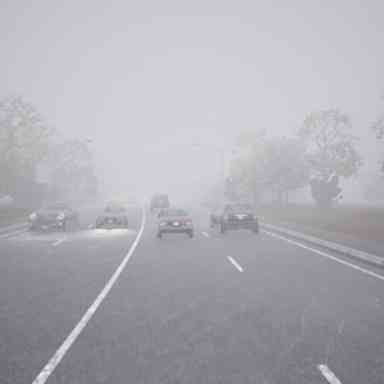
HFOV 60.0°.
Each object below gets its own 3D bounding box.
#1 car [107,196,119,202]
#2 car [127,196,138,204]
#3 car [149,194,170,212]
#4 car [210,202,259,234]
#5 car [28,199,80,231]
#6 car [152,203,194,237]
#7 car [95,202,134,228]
[{"bbox_3d":[-14.581,1.549,61.765,1.882,1.535,5.008,0,0,-9],"label":"car"},{"bbox_3d":[-11.234,1.586,63.015,1.837,1.490,4.892,0,0,-9],"label":"car"},{"bbox_3d":[-3.870,1.260,39.661,2.150,2.045,5.566,0,0,-9],"label":"car"},{"bbox_3d":[2.342,1.364,19.485,2.097,1.767,4.553,0,0,-6],"label":"car"},{"bbox_3d":[-8.560,1.384,20.993,2.097,1.767,4.553,0,0,-7],"label":"car"},{"bbox_3d":[-1.002,1.564,18.233,2.033,1.411,5.357,0,0,-6],"label":"car"},{"bbox_3d":[-5.180,1.591,22.229,1.994,1.385,4.181,0,0,-7],"label":"car"}]
